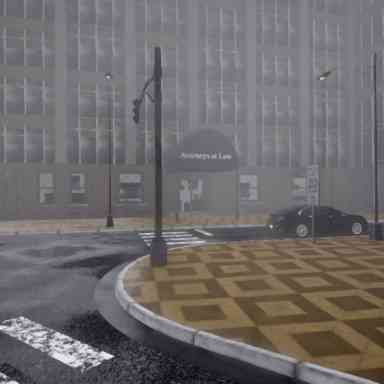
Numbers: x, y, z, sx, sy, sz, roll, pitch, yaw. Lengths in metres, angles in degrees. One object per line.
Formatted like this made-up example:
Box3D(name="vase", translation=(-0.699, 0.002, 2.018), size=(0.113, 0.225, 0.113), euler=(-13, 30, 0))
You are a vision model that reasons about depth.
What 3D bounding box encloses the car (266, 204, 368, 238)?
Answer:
Box3D(name="car", translation=(6.012, 1.321, 15.951), size=(4.892, 1.490, 1.837), euler=(0, 0, -14))
